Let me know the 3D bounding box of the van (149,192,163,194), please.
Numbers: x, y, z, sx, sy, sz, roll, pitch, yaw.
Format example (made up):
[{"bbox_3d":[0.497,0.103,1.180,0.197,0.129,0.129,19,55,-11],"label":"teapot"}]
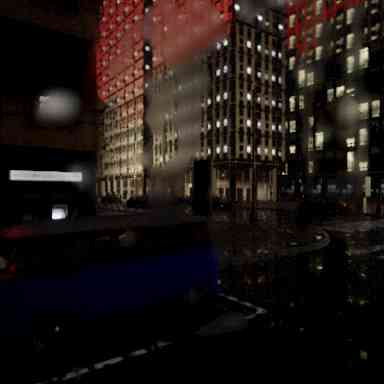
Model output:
[{"bbox_3d":[-5.534,0.927,50.582,1.690,1.788,3.998,0,0,-35],"label":"van"}]

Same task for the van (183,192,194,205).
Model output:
[{"bbox_3d":[1.009,0.942,41.373,1.690,1.788,3.998,0,0,-35],"label":"van"}]

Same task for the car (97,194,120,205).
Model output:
[{"bbox_3d":[-12.037,1.064,49.839,2.128,1.511,4.902,0,0,-35],"label":"car"}]

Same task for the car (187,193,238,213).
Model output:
[{"bbox_3d":[1.990,1.082,29.994,1.882,1.535,5.008,0,0,-35],"label":"car"}]

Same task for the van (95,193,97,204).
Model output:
[{"bbox_3d":[-15.637,0.906,50.333,1.690,1.788,3.998,0,0,-35],"label":"van"}]

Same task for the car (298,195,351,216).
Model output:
[{"bbox_3d":[10.825,1.065,27.559,1.967,1.590,4.097,0,0,-35],"label":"car"}]

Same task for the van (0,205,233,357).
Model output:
[{"bbox_3d":[-1.400,1.305,5.707,3.998,1.788,1.690,-1,2,-35],"label":"van"}]

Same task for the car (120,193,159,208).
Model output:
[{"bbox_3d":[-5.823,1.136,36.519,2.008,1.369,4.403,0,0,-35],"label":"car"}]

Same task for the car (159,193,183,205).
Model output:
[{"bbox_3d":[-2.263,1.144,45.977,2.008,1.369,4.403,0,0,-35],"label":"car"}]

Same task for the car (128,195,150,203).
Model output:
[{"bbox_3d":[-8.806,1.146,55.186,1.947,1.339,4.313,0,0,-35],"label":"car"}]
